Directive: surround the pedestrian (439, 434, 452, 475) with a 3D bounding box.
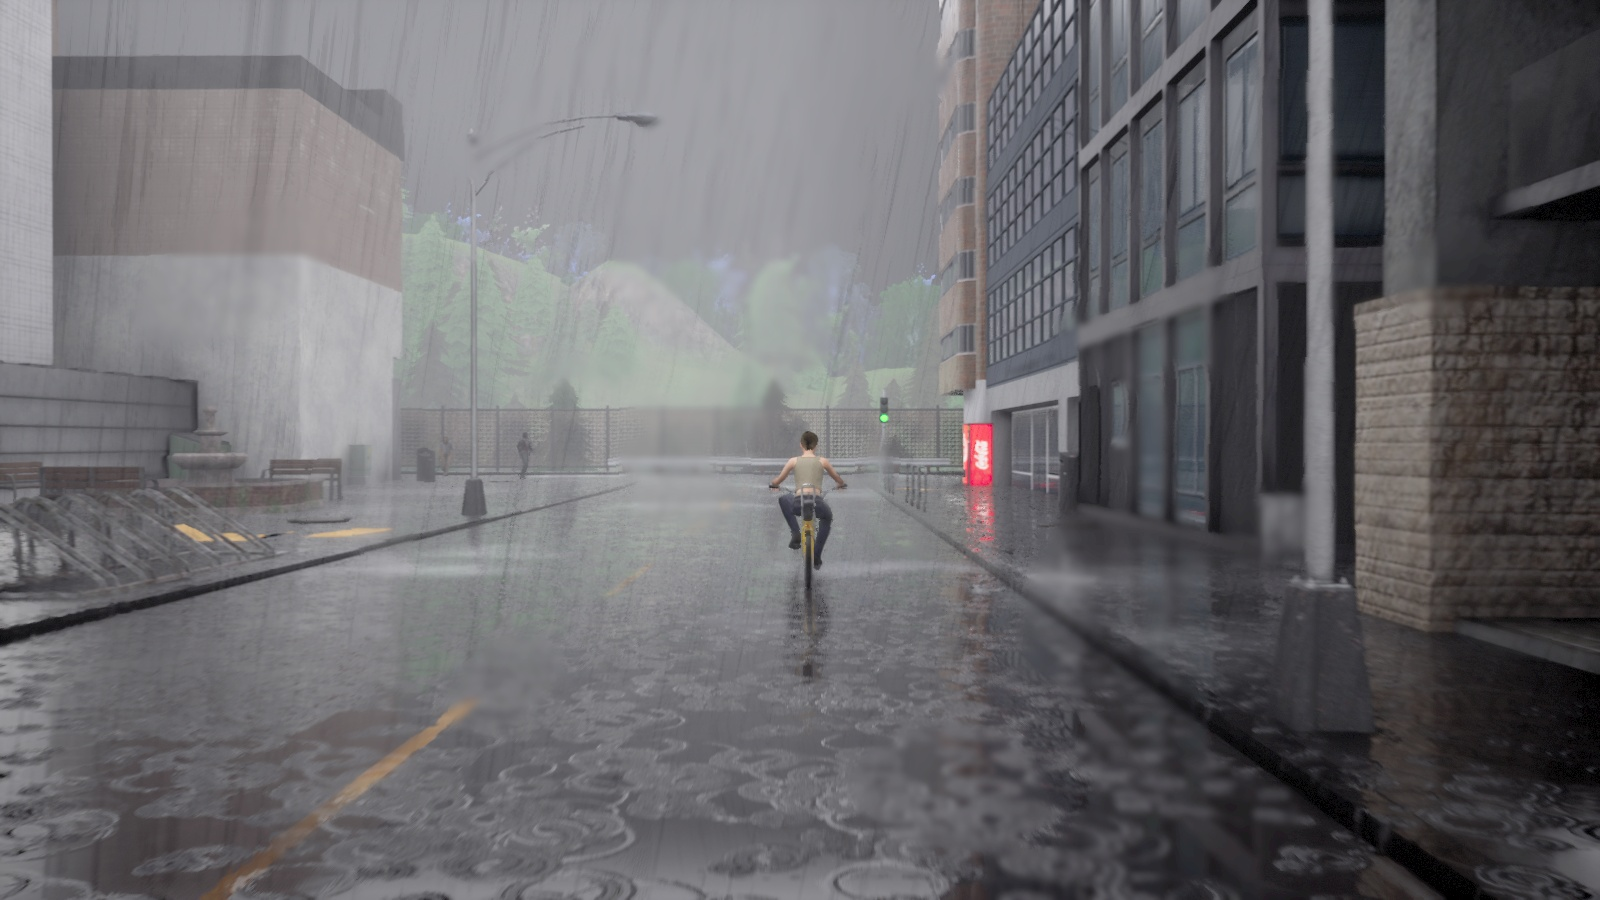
[{"bbox_3d":[-16.324,0.207,57.823,0.540,1.848,0.694,0,0,-18],"label":"pedestrian"}]

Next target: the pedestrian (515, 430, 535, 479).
[{"bbox_3d":[-10.805,0.164,49.366,0.666,1.930,0.402,0,0,32],"label":"pedestrian"}]

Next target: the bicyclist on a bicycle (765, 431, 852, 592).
[{"bbox_3d":[0.091,0.608,13.272,0.866,1.612,1.509,0,0,0],"label":"bicyclist on a bicycle"}]
